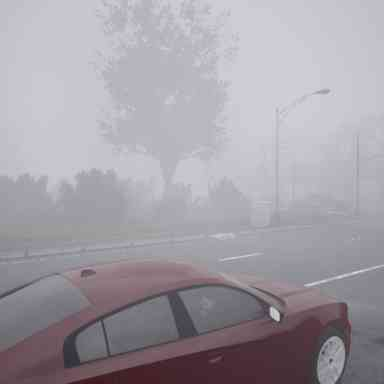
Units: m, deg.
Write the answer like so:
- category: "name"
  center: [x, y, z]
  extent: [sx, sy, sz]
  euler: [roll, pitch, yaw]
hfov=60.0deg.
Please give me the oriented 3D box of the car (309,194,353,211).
- category: "car"
  center: [16.626, 1.221, 40.549]
  extent: [2.150, 2.045, 5.566]
  euler: [0, 0, -32]

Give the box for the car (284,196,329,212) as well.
- category: "car"
  center: [13.378, 1.564, 39.140]
  extent: [1.994, 1.385, 4.181]
  euler: [0, 0, -32]

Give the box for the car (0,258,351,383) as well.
- category: "car"
  center: [-0.284, 1.478, 3.542]
  extent: [5.008, 1.535, 1.882]
  euler: [0, 0, -35]

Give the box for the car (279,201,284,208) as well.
- category: "car"
  center: [11.447, 1.517, 48.741]
  extent: [1.812, 1.442, 4.674]
  euler: [0, 0, -33]

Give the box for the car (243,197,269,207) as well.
- category: "car"
  center: [8.183, 1.468, 47.352]
  extent: [1.882, 1.535, 5.008]
  euler: [0, 0, -33]
